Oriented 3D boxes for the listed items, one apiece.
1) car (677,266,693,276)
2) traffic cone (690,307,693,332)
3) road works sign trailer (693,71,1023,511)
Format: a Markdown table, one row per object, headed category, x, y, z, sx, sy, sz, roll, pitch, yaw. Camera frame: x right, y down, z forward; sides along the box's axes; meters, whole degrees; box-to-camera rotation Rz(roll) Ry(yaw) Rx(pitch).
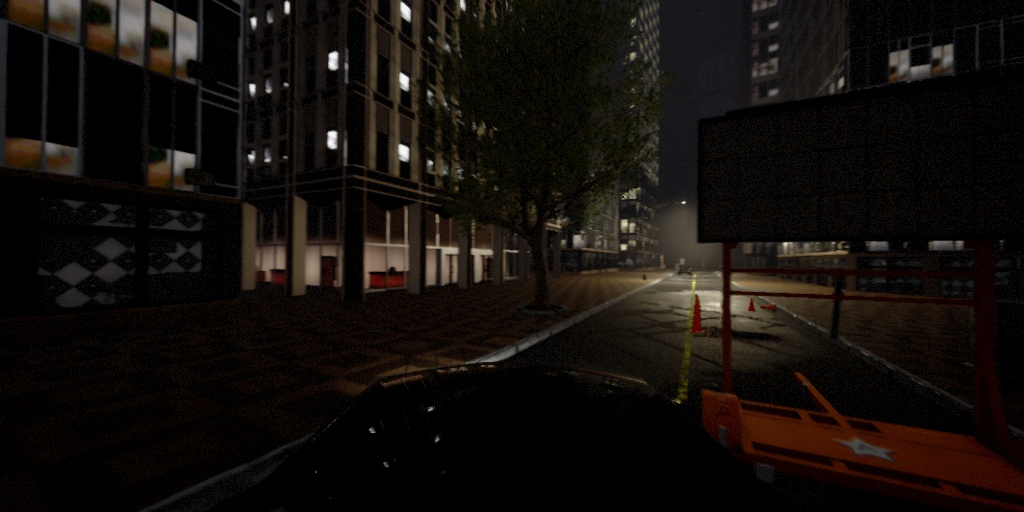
| category | x | y | z | sx | sy | sz | roll | pitch | yaw |
| --- | --- | --- | --- | --- | --- | --- | --- | --- | --- |
| car | 27.374 | 2.279 | 56.735 | 1.837 | 1.490 | 4.892 | 0 | -1 | 27 |
| traffic cone | 5.278 | 1.863 | 10.241 | 0.340 | 0.580 | 0.340 | 0 | 0 | 27 |
| road works sign trailer | 3.123 | 0.268 | 3.480 | 2.380 | 3.560 | 2.880 | 0 | 0 | 27 |
